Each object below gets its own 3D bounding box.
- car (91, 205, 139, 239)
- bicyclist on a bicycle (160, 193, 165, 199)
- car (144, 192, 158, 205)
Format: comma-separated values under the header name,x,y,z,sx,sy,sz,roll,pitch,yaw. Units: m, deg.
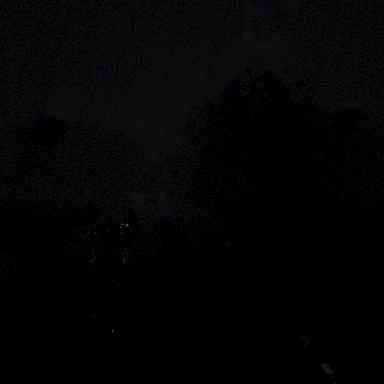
name,x,y,z,sx,sy,sz,roll,pitch,yaw
car,-3.982,1.511,17.800,1.882,1.535,5.008,0,0,-2
bicyclist on a bicycle,-7.716,1.111,90.798,0.866,1.612,1.509,0,1,-11
car,-7.004,1.170,56.913,2.150,2.045,5.566,0,0,-6
